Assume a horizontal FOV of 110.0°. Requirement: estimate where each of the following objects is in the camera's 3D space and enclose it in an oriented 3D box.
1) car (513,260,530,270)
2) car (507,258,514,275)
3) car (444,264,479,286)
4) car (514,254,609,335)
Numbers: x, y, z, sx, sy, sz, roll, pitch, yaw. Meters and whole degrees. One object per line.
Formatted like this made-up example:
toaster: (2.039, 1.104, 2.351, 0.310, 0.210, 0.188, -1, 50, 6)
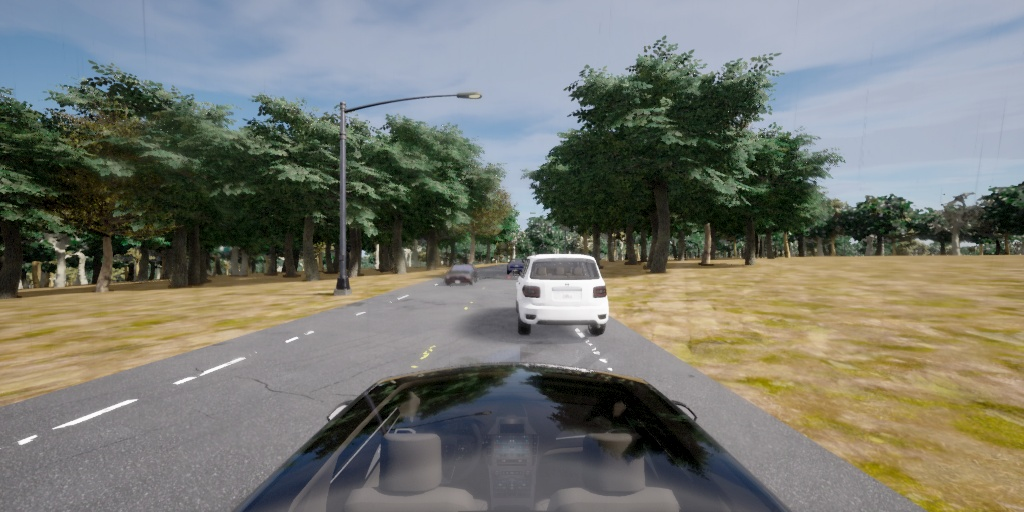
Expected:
car: (1.385, 1.226, 49.313, 1.895, 1.301, 4.718, 0, 0, 7)
car: (0.623, 1.030, 39.159, 2.097, 1.767, 4.553, 0, 0, 4)
car: (-3.431, 1.275, 25.450, 2.033, 1.411, 5.357, 0, 0, 1)
car: (1.226, 0.972, 10.648, 2.150, 2.045, 5.566, 0, 0, 0)
